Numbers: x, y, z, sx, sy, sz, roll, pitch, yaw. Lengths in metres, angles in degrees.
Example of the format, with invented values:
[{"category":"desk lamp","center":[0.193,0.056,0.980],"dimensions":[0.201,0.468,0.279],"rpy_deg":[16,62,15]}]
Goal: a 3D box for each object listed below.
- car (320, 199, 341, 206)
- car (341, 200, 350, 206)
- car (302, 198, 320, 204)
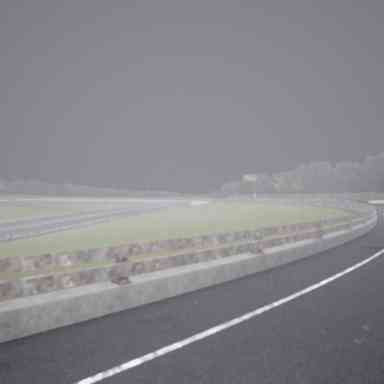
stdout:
[{"category":"car","center":[32.576,2.611,78.402],"dimensions":[1.994,1.385,4.181],"rpy_deg":[0,-1,-2]},{"category":"car","center":[36.064,2.637,79.441],"dimensions":[1.994,1.385,4.181],"rpy_deg":[0,-1,-2]},{"category":"car","center":[32.051,2.646,88.291],"dimensions":[1.882,1.535,5.008],"rpy_deg":[0,-1,-7]}]
